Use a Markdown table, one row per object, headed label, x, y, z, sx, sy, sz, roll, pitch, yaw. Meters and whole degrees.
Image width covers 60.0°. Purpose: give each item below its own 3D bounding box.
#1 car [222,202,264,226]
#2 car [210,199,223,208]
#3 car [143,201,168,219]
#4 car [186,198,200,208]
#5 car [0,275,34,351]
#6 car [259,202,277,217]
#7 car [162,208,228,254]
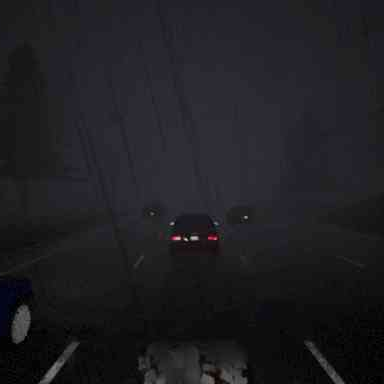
| label | x | y | z | sx | sy | sz | roll | pitch | yaw |
| --- | --- | --- | --- | --- | --- | --- | --- | --- | --- |
| car | 3.603 | 1.650 | 24.200 | 1.994 | 1.385 | 4.181 | 0 | 0 | 0 |
| car | 3.606 | 1.719 | 48.091 | 2.033 | 1.411 | 5.357 | 0 | 0 | 0 |
| car | -3.396 | 1.616 | 30.788 | 1.837 | 1.490 | 4.892 | 0 | 0 | 0 |
| car | 0.108 | 1.659 | 50.653 | 1.882 | 1.535 | 5.008 | 0 | 0 | 0 |
| car | -3.399 | 1.490 | 3.218 | 1.882 | 1.535 | 5.008 | 0 | 0 | 0 |
| car | 7.104 | 1.666 | 33.344 | 2.033 | 1.411 | 5.357 | 0 | 0 | 0 |
| car | 0.090 | 1.597 | 13.611 | 2.033 | 1.411 | 5.357 | 0 | 0 | 0 |
